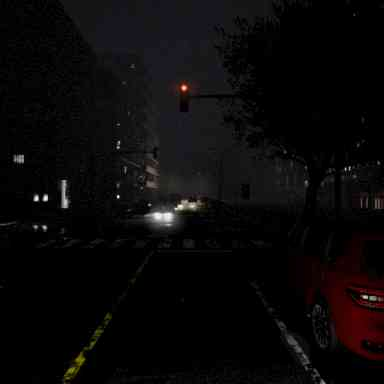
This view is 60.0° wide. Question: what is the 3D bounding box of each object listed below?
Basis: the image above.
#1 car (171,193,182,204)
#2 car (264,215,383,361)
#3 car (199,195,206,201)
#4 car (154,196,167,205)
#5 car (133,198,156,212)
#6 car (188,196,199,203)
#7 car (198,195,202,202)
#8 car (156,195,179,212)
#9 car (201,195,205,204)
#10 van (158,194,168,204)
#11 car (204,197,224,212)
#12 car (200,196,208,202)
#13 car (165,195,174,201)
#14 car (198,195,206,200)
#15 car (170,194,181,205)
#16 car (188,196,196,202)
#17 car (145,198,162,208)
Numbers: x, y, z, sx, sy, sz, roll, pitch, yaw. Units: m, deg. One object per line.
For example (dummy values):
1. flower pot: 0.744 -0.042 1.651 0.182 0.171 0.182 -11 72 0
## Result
1. car: -3.037 1.256 60.122 2.150 2.045 5.566 0 0 0
2. car: 2.696 1.315 5.900 2.192 1.841 5.009 0 0 0
3. car: 2.733 1.620 88.083 1.887 1.381 4.507 0 0 0
4. car: -5.660 1.475 60.424 1.967 1.590 4.097 0 0 0
5. car: -5.670 1.562 38.292 2.008 1.369 4.403 0 0 0
6. car: 0.137 1.611 69.468 1.994 1.385 4.181 0 0 0
7. car: 2.723 1.624 65.951 1.802 1.307 4.206 0 0 0
8. car: -3.074 1.504 39.188 2.128 1.511 4.902 0 0 2
9. car: 2.715 1.548 49.524 1.752 1.417 4.829 0 0 0
10. van: -5.657 1.383 65.957 1.690 1.788 3.998 0 0 0
11. car: 2.710 1.556 38.288 1.887 1.381 4.507 0 0 0
12. car: 2.728 1.583 77.187 1.752 1.417 4.829 0 0 0
13. car: -5.650 1.506 82.554 1.967 1.590 4.097 0 0 0
14. car: 2.736 1.637 93.615 2.008 1.369 4.403 0 0 0
15. car: -3.062 1.500 49.409 1.882 1.535 5.008 0 0 0
16. car: 0.040 1.656 79.369 1.895 1.301 4.718 0 0 0
17. car: -5.665 1.573 49.358 2.008 1.369 4.403 0 0 0
